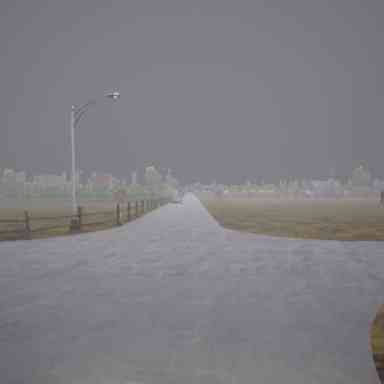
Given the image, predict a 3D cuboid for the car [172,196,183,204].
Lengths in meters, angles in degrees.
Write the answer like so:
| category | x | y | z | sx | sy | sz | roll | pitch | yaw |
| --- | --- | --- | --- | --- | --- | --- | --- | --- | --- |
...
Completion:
| category | x | y | z | sx | sy | sz | roll | pitch | yaw |
| --- | --- | --- | --- | --- | --- | --- | --- | --- | --- |
| car | -2.750 | 1.602 | 62.453 | 1.837 | 1.490 | 4.892 | 0 | 0 | 0 |
